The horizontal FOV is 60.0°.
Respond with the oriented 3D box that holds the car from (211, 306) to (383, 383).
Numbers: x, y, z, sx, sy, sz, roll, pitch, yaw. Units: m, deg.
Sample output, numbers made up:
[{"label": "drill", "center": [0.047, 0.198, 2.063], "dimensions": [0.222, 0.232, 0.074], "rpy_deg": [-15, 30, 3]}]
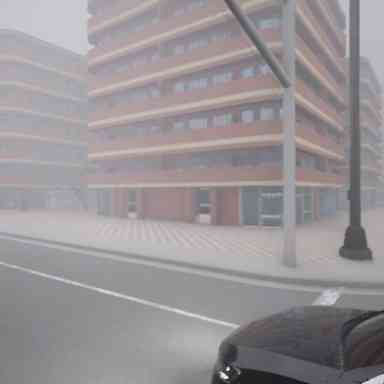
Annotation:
[{"label": "car", "center": [2.418, 1.501, 2.212], "dimensions": [4.892, 1.490, 1.837], "rpy_deg": [0, 0, 36]}]
